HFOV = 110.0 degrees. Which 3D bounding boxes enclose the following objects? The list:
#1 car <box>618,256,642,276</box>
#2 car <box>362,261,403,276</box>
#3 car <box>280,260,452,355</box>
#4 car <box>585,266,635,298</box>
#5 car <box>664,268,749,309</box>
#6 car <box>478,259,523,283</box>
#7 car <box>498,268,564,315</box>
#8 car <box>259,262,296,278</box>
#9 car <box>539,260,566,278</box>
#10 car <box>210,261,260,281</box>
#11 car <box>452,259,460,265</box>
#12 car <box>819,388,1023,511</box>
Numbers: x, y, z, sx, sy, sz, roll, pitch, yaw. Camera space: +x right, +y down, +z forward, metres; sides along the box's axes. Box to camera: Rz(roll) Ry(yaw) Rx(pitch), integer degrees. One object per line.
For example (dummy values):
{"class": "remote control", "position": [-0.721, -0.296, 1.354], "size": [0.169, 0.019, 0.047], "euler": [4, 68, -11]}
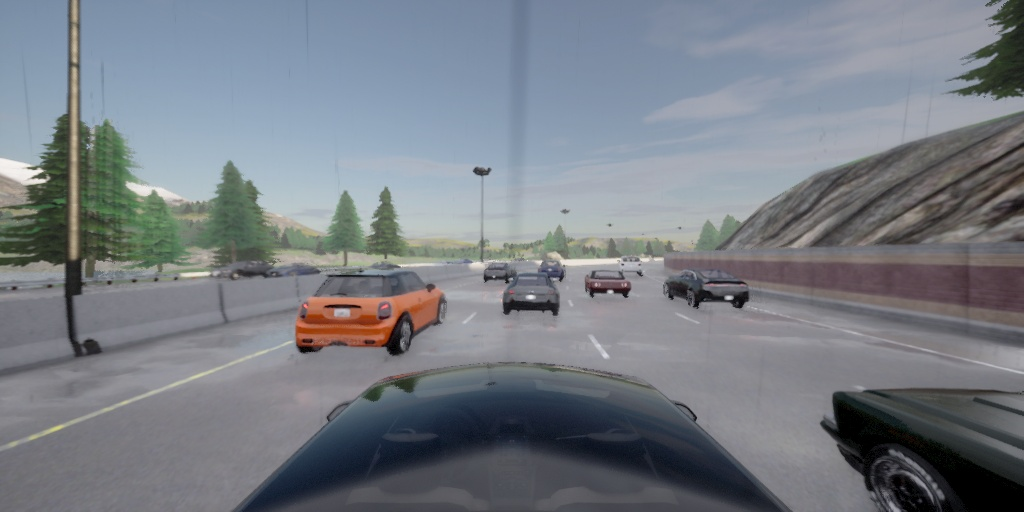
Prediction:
{"class": "car", "position": [12.516, 1.016, 37.978], "size": [2.150, 2.045, 5.566], "euler": [0, 0, 16]}
{"class": "car", "position": [-13.252, 1.279, 36.895], "size": [1.994, 1.385, 4.181], "euler": [0, 0, 13]}
{"class": "car", "position": [-3.085, 1.094, 8.865], "size": [2.097, 1.767, 4.553], "euler": [0, 0, 3]}
{"class": "car", "position": [4.850, 1.369, 18.790], "size": [1.895, 1.301, 4.718], "euler": [0, 0, 8]}
{"class": "car", "position": [7.953, 1.268, 15.130], "size": [2.128, 1.511, 4.902], "euler": [0, 0, 6]}
{"class": "car", "position": [-0.823, 1.243, 27.258], "size": [2.128, 1.511, 4.902], "euler": [0, 0, 10]}
{"class": "car", "position": [0.792, 1.318, 13.720], "size": [1.994, 1.385, 4.181], "euler": [0, 0, 5]}
{"class": "car", "position": [-18.281, 1.262, 30.051], "size": [1.994, 1.385, 4.181], "euler": [0, 0, 11]}
{"class": "car", "position": [3.458, 1.117, 30.719], "size": [2.097, 1.767, 4.553], "euler": [0, 0, 12]}
{"class": "car", "position": [-21.951, 1.178, 29.479], "size": [2.128, 1.511, 4.902], "euler": [0, 0, 10]}
{"class": "car", "position": [-8.241, 1.257, 42.335], "size": [1.812, 1.442, 4.674], "euler": [0, 0, 16]}
{"class": "car", "position": [3.649, 1.362, 0.981], "size": [1.895, 1.301, 4.718], "euler": [0, 0, 0]}
